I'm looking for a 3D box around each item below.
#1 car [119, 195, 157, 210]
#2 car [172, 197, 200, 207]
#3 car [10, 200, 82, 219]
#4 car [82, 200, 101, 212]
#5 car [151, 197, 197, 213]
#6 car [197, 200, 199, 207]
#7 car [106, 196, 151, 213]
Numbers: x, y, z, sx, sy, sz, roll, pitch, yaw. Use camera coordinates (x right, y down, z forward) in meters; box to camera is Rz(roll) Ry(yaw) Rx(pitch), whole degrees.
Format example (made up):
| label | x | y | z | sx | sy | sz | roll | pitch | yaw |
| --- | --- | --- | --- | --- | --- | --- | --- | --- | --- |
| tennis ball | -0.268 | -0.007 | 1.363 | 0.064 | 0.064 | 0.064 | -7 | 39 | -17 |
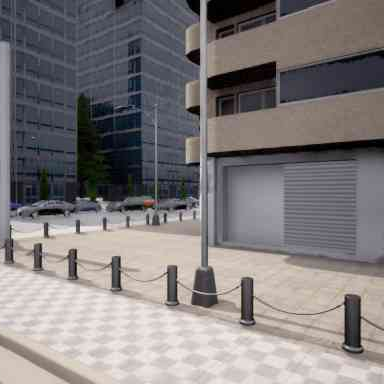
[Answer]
| label | x | y | z | sx | sy | sz | roll | pitch | yaw |
| --- | --- | --- | --- | --- | --- | --- | --- | --- | --- |
| car | -6.767 | 1.296 | 42.140 | 2.097 | 1.767 | 4.553 | 0 | 0 | 36 |
| car | -0.802 | 1.470 | 50.370 | 1.812 | 1.442 | 4.674 | 0 | 0 | 36 |
| car | -12.376 | 1.436 | 28.394 | 2.128 | 1.511 | 4.902 | 0 | 0 | 36 |
| car | -11.709 | 1.508 | 35.291 | 1.994 | 1.385 | 4.181 | 0 | 0 | 36 |
| car | -1.979 | 1.436 | 36.480 | 2.128 | 1.511 | 4.902 | 0 | 0 | 36 |
| car | -0.962 | 1.449 | 44.194 | 1.837 | 1.490 | 4.892 | 0 | 0 | 36 |
| car | -7.034 | 1.296 | 35.796 | 2.097 | 1.767 | 4.553 | 0 | 0 | 36 |
